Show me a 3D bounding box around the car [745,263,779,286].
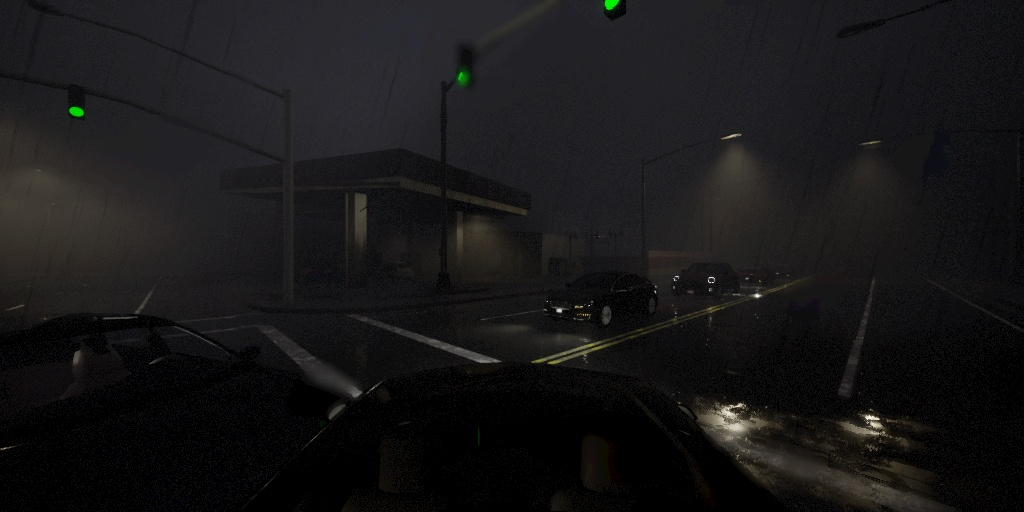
[{"bbox_3d":[16.977,1.314,25.169,1.994,1.385,4.181,0,0,45],"label":"car"}]

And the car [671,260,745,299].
[{"bbox_3d":[9.960,1.102,18.350,4.553,1.767,2.097,0,0,-44],"label":"car"}]

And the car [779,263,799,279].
[{"bbox_3d":[24.202,1.314,32.129,4.181,1.385,1.994,0,0,-44],"label":"car"}]

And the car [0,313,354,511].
[{"bbox_3d":[-3.387,1.242,2.660,4.902,1.511,2.128,0,0,16],"label":"car"}]

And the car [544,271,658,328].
[{"bbox_3d":[3.032,1.255,11.595,4.892,1.490,1.837,0,0,-45],"label":"car"}]
